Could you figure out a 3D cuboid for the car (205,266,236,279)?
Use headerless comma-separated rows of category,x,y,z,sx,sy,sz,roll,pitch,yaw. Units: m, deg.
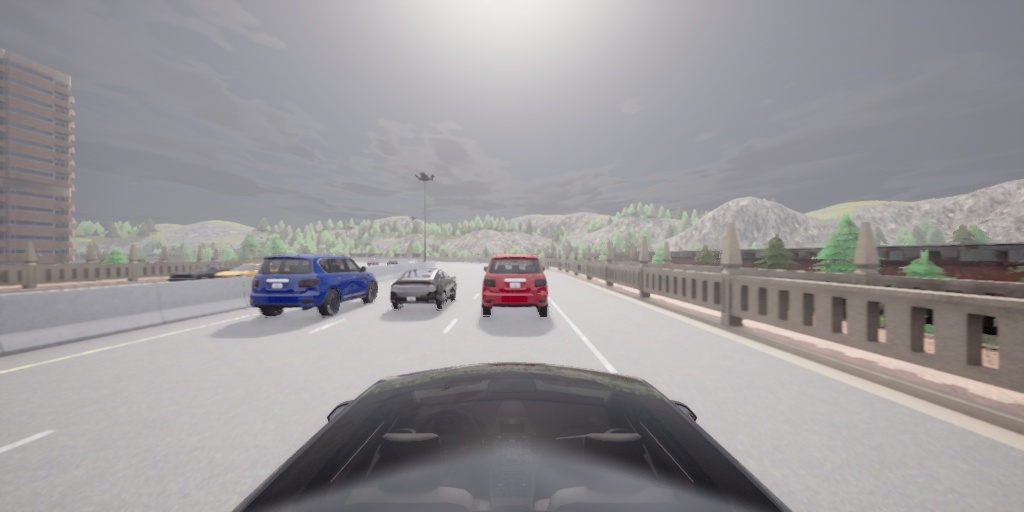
car,-17.616,1.218,24.336,1.882,1.535,5.008,0,0,0

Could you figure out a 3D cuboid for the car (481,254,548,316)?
car,0.091,0.967,13.415,2.150,2.045,5.566,0,0,0

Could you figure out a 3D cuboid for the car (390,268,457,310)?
car,-3.409,1.237,14.545,2.128,1.511,4.902,0,0,0

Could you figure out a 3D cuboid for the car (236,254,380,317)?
car,-6.909,0.967,13.230,2.150,2.045,5.566,0,0,0

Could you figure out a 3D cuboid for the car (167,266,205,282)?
car,-21.117,1.340,25.134,1.895,1.301,4.718,0,0,0
